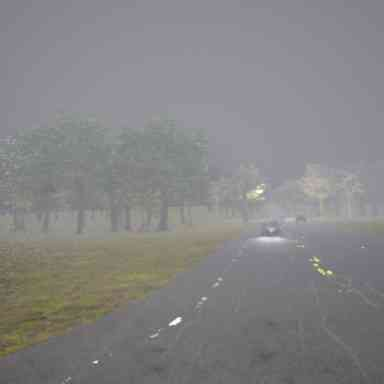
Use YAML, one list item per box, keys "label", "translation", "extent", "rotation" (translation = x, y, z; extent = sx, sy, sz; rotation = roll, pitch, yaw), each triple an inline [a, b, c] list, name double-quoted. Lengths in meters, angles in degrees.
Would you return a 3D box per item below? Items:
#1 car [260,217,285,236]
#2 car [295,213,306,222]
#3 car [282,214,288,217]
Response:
- label: "car"
  translation: [7.929, 3.558, 33.344]
  extent: [2.128, 1.511, 4.902]
  rotation: [-2, -4, 13]
- label: "car"
  translation: [25.440, 6.056, 78.038]
  extent: [2.150, 2.045, 5.566]
  rotation: [-2, -4, 13]
- label: "car"
  translation: [18.501, 5.942, 69.932]
  extent: [2.128, 1.511, 4.902]
  rotation: [-2, -4, 20]
